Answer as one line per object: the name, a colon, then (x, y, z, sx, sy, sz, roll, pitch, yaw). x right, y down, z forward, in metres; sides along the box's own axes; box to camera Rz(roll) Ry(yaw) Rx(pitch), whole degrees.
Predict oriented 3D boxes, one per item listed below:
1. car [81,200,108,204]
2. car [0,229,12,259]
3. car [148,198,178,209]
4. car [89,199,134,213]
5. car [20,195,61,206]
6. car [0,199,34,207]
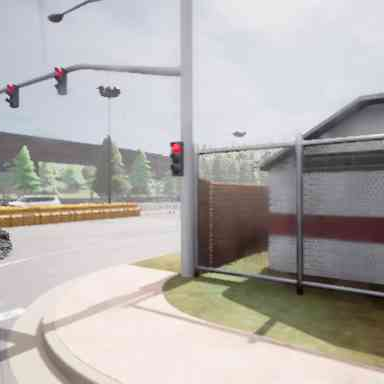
car: (-10.134, 1.584, 33.500, 2.128, 1.511, 4.902, 0, 0, 34)
car: (-7.111, 1.529, 9.765, 2.128, 1.511, 4.902, -1, 0, -6)
car: (-4.194, 1.633, 48.657, 1.812, 1.442, 4.674, 0, 0, 34)
car: (-9.687, 1.653, 40.463, 2.033, 1.411, 5.357, 0, 0, 34)
car: (-15.384, 1.326, 31.948, 2.150, 2.045, 5.566, 0, 0, 34)
car: (-15.327, 1.582, 25.676, 2.128, 1.511, 4.902, 0, 0, 33)
